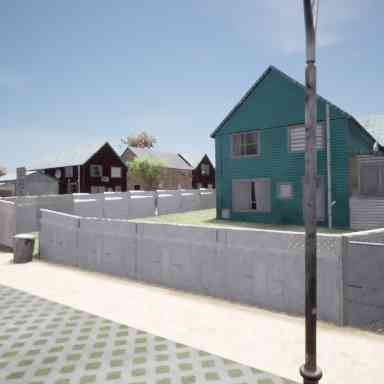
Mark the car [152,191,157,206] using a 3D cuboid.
[{"bbox_3d":[-4.433,0.681,33.057,2.097,1.767,4.553,-1,1,35],"label":"car"}]
